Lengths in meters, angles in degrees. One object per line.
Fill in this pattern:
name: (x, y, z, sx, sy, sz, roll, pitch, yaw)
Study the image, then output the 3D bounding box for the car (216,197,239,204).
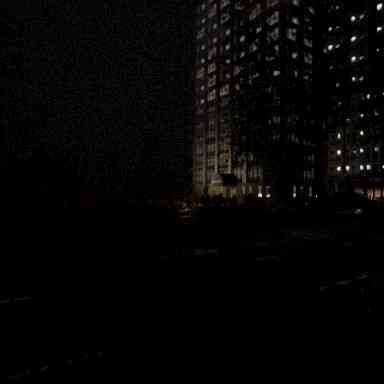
car: (6.856, 1.597, 65.327, 1.895, 1.301, 4.718, 1, 0, -34)

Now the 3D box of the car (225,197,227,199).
car: (3.213, 1.455, 58.968, 2.033, 1.411, 5.357, 1, 0, -33)

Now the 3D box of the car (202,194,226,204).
car: (4.194, 1.302, 63.468, 2.097, 1.767, 4.553, 1, 0, -34)

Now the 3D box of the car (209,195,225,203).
car: (2.725, 1.372, 53.831, 1.837, 1.490, 4.892, 1, 0, -34)

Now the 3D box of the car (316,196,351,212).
car: (14.514, 1.461, 36.222, 1.994, 1.385, 4.181, 1, 0, -34)

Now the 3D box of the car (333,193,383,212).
car: (18.117, 1.168, 36.693, 2.150, 2.045, 5.566, 1, 0, -34)
